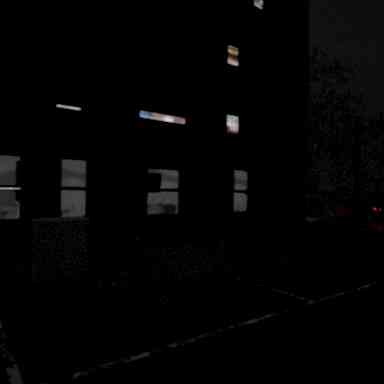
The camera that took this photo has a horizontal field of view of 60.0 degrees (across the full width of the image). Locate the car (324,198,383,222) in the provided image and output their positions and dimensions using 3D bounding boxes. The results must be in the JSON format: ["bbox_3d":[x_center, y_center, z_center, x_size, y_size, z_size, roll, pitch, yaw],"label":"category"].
[{"bbox_3d":[13.087,1.322,26.921,2.097,1.767,4.553,1,1,-34],"label":"car"}]
